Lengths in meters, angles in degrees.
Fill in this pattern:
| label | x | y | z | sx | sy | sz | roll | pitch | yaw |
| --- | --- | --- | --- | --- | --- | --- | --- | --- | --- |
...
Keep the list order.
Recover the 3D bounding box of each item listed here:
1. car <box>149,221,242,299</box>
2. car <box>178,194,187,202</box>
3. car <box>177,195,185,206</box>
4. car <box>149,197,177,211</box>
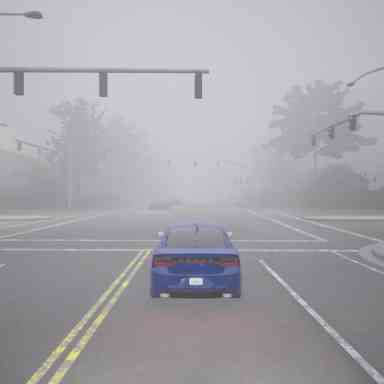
| label | x | y | z | sx | sy | sz | roll | pitch | yaw |
| --- | --- | --- | --- | --- | --- | --- | --- | --- | --- |
| car | 0.086 | 1.478 | 8.537 | 1.882 | 1.535 | 5.008 | 0 | 0 | 0 |
| car | -2.540 | 1.564 | 69.171 | 1.994 | 1.385 | 4.181 | 0 | 0 | 1 |
| car | -2.732 | 1.601 | 56.250 | 1.895 | 1.301 | 4.718 | 0 | 0 | 1 |
| car | -3.716 | 1.564 | 40.355 | 1.994 | 1.385 | 4.181 | 0 | 0 | 13 |
